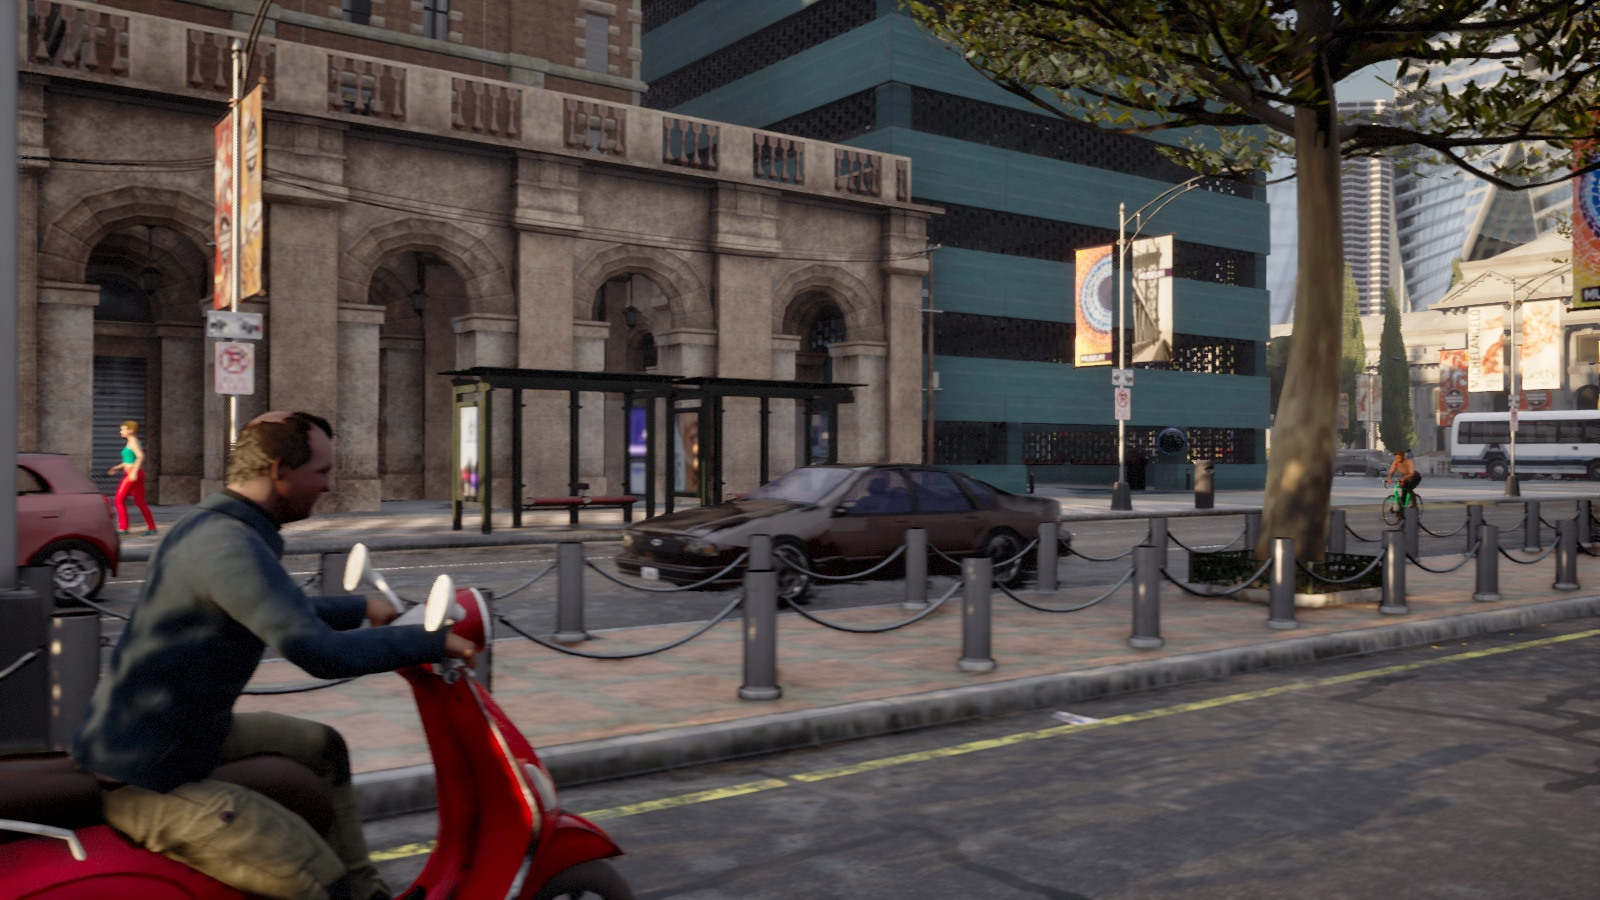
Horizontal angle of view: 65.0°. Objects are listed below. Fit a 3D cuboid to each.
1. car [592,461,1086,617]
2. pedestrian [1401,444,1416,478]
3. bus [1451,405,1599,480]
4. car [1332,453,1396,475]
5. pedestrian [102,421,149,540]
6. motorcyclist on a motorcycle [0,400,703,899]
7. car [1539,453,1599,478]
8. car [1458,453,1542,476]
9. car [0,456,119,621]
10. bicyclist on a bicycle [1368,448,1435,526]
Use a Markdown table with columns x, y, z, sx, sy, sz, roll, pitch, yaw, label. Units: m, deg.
| x | y | z | sx | sy | sz | roll | pitch | yaw | label |
| --- | --- | --- | --- | --- | --- | --- | --- | --- | --- |
| 0.580 | 0.838 | 13.915 | 5.357 | 1.411 | 2.033 | 0 | 0 | -36 | car |
| 34.928 | 0.615 | 72.084 | 0.396 | 1.930 | 0.692 | 0 | 0 | -38 | pedestrian |
| 44.995 | -0.408 | 74.889 | 3.944 | 4.253 | 10.273 | 0 | 0 | -36 | bus |
| 39.642 | 0.989 | 88.283 | 1.789 | 1.549 | 3.705 | 0 | -1 | -36 | car |
| -10.577 | 0.476 | 19.713 | 0.594 | 1.836 | 0.345 | 0 | 0 | -17 | pedestrian |
| -1.227 | 0.709 | 2.879 | 1.817 | 1.590 | 0.866 | 0 | 0 | -36 | motorcyclist on a motorcycle |
| 48.143 | 0.940 | 76.545 | 1.882 | 1.535 | 5.008 | 0 | 0 | -36 | car |
| 46.890 | 0.936 | 84.217 | 2.007 | 1.525 | 4.514 | 0 | 0 | -36 | car |
| -8.522 | 0.805 | 11.672 | 3.633 | 1.501 | 1.845 | 0 | 0 | -36 | car |
| 13.001 | 0.778 | 27.122 | 1.656 | 1.620 | 0.582 | 0 | 0 | -36 | bicyclist on a bicycle |
